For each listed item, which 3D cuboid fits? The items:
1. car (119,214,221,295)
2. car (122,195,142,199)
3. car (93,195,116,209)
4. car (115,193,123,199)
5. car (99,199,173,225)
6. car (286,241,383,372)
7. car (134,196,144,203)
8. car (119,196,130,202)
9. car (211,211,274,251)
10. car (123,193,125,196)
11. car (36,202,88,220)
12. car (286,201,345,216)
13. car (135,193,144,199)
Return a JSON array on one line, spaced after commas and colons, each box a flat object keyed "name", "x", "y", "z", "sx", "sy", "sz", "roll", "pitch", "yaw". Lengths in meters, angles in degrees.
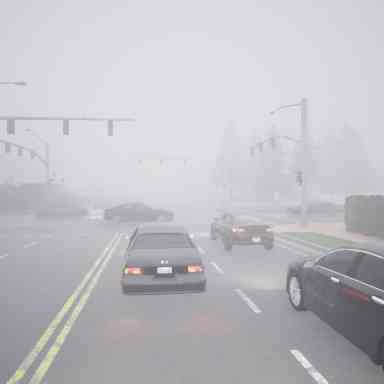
[{"name": "car", "x": -0.834, "y": 1.547, "z": 8.876, "sx": 2.033, "sy": 1.411, "sz": 5.357, "roll": 0, "pitch": 0, "yaw": -7}, {"name": "car", "x": -9.016, "y": 1.526, "z": 50.276, "sx": 1.812, "sy": 1.442, "sz": 4.674, "roll": 0, "pitch": 0, "yaw": -6}, {"name": "car", "x": -12.033, "y": 1.491, "z": 44.885, "sx": 2.128, "sy": 1.511, "sz": 4.902, "roll": 0, "pitch": 0, "yaw": -4}, {"name": "car", "x": -12.939, "y": 1.352, "z": 54.044, "sx": 2.097, "sy": 1.767, "sz": 4.553, "roll": 0, "pitch": 0, "yaw": -6}, {"name": "car", "x": -3.813, "y": 1.477, "z": 23.934, "sx": 5.008, "sy": 1.535, "sz": 1.882, "roll": 0, "pitch": 0, "yaw": -5}, {"name": "car", "x": 2.983, "y": 1.505, "z": 4.942, "sx": 1.837, "sy": 1.490, "sz": 4.892, "roll": 0, "pitch": 0, "yaw": -5}, {"name": "car", "x": -11.024, "y": 1.524, "z": 69.598, "sx": 1.812, "sy": 1.442, "sz": 4.674, "roll": 0, "pitch": 0, "yaw": -6}, {"name": "car", "x": -15.128, "y": 1.540, "z": 74.950, "sx": 2.033, "sy": 1.411, "sz": 5.357, "roll": 0, "pitch": 0, "yaw": -6}, {"name": "car", "x": 2.010, "y": 1.526, "z": 14.137, "sx": 1.812, "sy": 1.442, "sz": 4.674, "roll": 0, "pitch": 0, "yaw": -7}, {"name": "car", "x": -14.039, "y": 1.222, "z": 64.641, "sx": 2.150, "sy": 2.045, "sz": 5.566, "roll": 0, "pitch": 0, "yaw": -6}, {"name": "car", "x": -11.101, "y": 1.564, "z": 28.563, "sx": 4.181, "sy": 1.385, "sz": 1.994, "roll": 0, "pitch": 0, "yaw": -27}, {"name": "car", "x": 12.072, "y": 1.547, "z": 32.487, "sx": 5.357, "sy": 1.411, "sz": 2.033, "roll": 0, "pitch": 0, "yaw": -5}, {"name": "car", "x": -9.990, "y": 1.478, "z": 59.450, "sx": 1.882, "sy": 1.535, "sz": 5.008, "roll": 0, "pitch": 0, "yaw": -6}]
